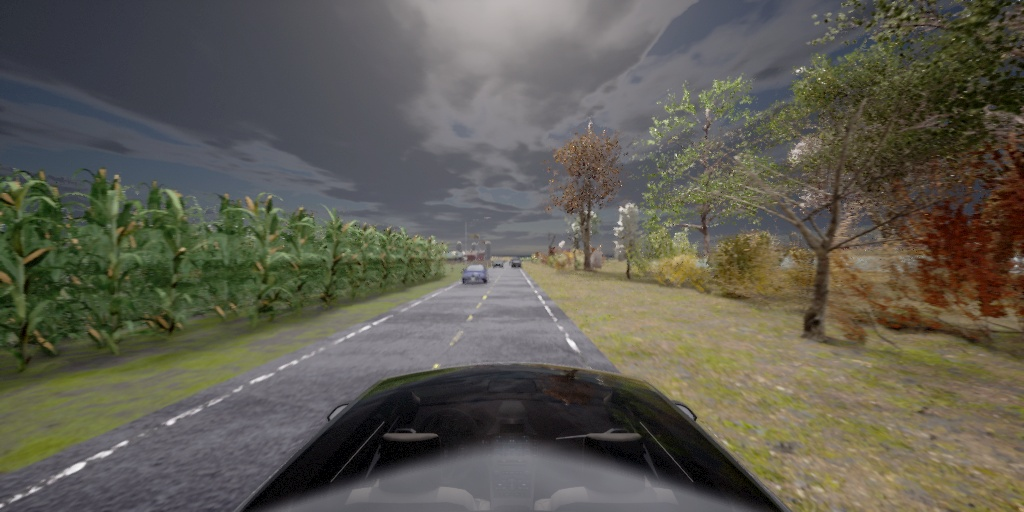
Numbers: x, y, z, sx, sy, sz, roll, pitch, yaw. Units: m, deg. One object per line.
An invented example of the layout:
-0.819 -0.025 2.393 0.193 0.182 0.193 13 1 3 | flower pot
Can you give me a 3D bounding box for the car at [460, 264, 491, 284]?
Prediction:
-2.819 1.398 28.357 1.812 1.442 4.674 0 0 0 | car
